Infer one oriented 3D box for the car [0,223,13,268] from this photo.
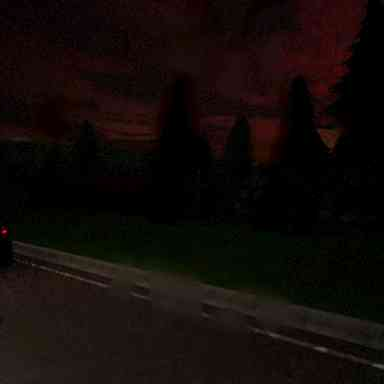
[{"bbox_3d":[-6.952,1.118,9.216,4.553,1.767,2.097,2,1,36],"label":"car"}]
